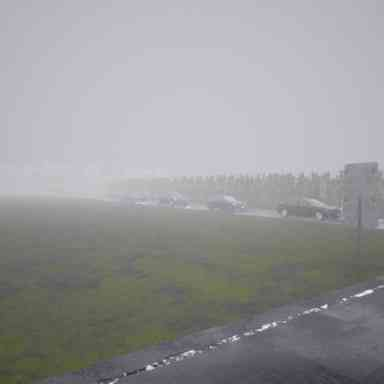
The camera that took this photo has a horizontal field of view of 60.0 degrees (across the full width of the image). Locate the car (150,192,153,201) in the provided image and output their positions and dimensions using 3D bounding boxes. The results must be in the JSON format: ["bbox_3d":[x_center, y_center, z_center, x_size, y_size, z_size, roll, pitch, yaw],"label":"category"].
[{"bbox_3d":[-7.593,0.698,52.449,2.128,1.511,4.902,1,1,-35],"label":"car"}]

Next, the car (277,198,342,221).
[{"bbox_3d":[8.655,1.217,24.862,1.882,1.535,5.008,1,1,-34],"label":"car"}]

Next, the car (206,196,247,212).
[{"bbox_3d":[3.288,1.101,32.390,1.812,1.442,4.674,1,1,-36],"label":"car"}]

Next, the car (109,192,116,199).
[{"bbox_3d":[-13.634,0.593,60.749,1.994,1.385,4.181,1,1,-36],"label":"car"}]

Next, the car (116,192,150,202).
[{"bbox_3d":[-8.821,0.760,49.264,2.033,1.411,5.357,1,1,-35],"label":"car"}]

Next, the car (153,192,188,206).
[{"bbox_3d":[-2.403,0.756,40.296,2.097,1.767,4.553,1,1,-36],"label":"car"}]
